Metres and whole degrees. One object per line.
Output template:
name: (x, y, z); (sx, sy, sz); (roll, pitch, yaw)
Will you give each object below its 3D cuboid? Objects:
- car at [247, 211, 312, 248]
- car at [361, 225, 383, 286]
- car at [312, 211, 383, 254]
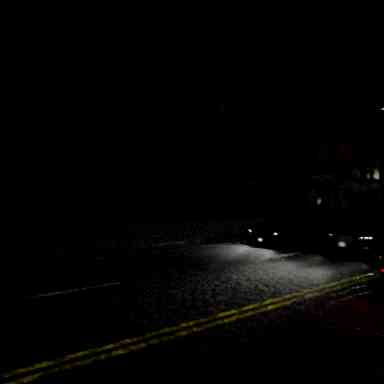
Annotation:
car: (4.969, 1.573, 15.214); (5.357, 1.411, 2.033); (0, 0, -35)
car: (6.158, 1.544, 7.832); (4.674, 1.442, 1.812); (0, 0, -35)
car: (7.093, 1.518, 12.732); (4.902, 1.511, 2.128); (0, 0, -35)
